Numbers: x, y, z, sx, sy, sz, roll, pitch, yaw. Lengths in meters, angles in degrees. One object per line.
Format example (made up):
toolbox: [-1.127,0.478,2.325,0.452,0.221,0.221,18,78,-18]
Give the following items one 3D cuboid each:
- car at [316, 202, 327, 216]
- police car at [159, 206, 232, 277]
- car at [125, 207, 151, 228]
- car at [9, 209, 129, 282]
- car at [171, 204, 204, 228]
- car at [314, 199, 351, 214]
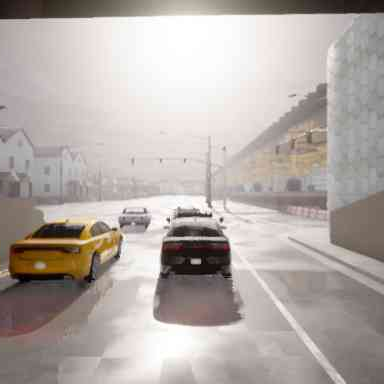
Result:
car: [14.039,1.557,33.117,2.038,1.542,4.974,0,0,45]
police car: [0.098,1.458,10.511,1.930,1.638,5.238,0,0,0]
car: [-3.837,1.673,22.826,1.895,1.301,4.718,0,0,-5]
car: [-3.401,1.509,9.937,1.882,1.535,5.008,0,0,0]
car: [-0.426,1.638,23.464,1.994,1.385,4.181,0,0,-6]
car: [14.075,1.399,33.154,1.853,1.218,4.536,0,0,45]
